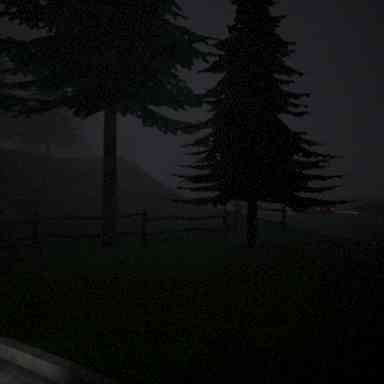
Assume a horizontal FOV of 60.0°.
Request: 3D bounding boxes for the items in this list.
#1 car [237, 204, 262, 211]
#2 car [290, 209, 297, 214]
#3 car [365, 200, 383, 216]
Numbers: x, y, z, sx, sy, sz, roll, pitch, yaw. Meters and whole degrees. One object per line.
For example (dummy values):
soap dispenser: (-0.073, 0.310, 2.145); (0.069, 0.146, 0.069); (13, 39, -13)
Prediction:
car: (6.463, 1.374, 37.622); (1.812, 1.442, 4.674); (0, 0, -9)
car: (11.040, 1.458, 30.888); (2.033, 1.411, 5.357); (0, 0, -9)
car: (17.958, 1.494, 31.949); (2.033, 1.411, 5.357); (0, 0, -9)
